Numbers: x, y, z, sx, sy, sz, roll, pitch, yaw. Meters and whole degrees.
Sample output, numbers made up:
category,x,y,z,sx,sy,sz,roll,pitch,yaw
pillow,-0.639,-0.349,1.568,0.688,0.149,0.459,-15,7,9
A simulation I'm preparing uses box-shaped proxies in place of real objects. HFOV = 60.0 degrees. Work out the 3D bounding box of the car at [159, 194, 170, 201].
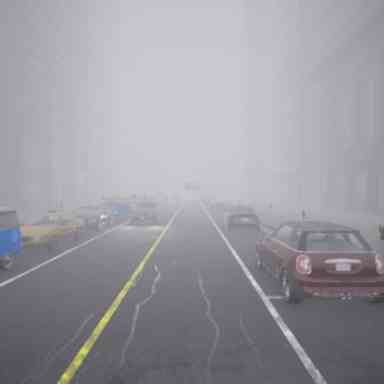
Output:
category,x,y,z,sx,sy,sz,roll,pitch,yaw
car,-5.749,1.106,69.835,1.752,1.417,4.829,0,0,0

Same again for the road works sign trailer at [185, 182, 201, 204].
category,x,y,z,sx,sy,sz,roll,pitch,yaw
road works sign trailer,0.013,0.127,54.982,2.380,3.560,2.880,0,0,0

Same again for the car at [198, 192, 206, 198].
category,x,y,z,sx,sy,sz,roll,pitch,yaw
car,2.782,0.904,92.550,1.967,1.590,4.097,0,0,0

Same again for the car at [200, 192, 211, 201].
category,x,y,z,sx,sy,sz,roll,pitch,yaw
car,2.775,0.894,70.005,2.192,1.841,5.009,0,0,0

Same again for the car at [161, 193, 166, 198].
category,x,y,z,sx,sy,sz,roll,pitch,yaw
car,-5.752,1.224,53.095,2.008,1.369,4.403,0,0,0

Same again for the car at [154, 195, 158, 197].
category,x,y,z,sx,sy,sz,roll,pitch,yaw
car,-5.755,1.306,41.823,1.947,1.339,4.313,0,0,0

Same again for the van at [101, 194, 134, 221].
category,x,y,z,sx,sy,sz,roll,pitch,yaw
van,-5.760,1.184,24.911,1.690,1.788,3.998,0,0,0

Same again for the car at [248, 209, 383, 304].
category,x,y,z,sx,sy,sz,roll,pitch,yaw
car,2.761,1.387,8.007,1.967,1.590,4.097,0,0,0

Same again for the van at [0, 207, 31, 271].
category,x,y,z,sx,sy,sz,roll,pitch,yaw
van,-5.764,1.289,8.002,1.690,1.788,3.998,0,0,0

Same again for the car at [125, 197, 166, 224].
category,x,y,z,sx,sy,sz,roll,pitch,yaw
car,-3.094,1.357,23.253,1.837,1.490,4.892,0,0,0

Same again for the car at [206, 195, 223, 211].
category,x,y,z,sx,sy,sz,roll,pitch,yaw
car,2.769,1.356,36.190,1.802,1.307,4.206,0,0,0

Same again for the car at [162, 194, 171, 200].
category,x,y,z,sx,sy,sz,roll,pitch,yaw
car,-5.747,1.132,75.642,1.802,1.307,4.206,0,0,0

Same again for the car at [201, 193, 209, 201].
category,x,y,z,sx,sy,sz,roll,pitch,yaw
car,2.773,1.255,53.099,1.802,1.307,4.206,0,0,0

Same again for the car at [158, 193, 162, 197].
category,x,y,z,sx,sy,sz,roll,pitch,yaw
car,-5.754,1.272,47.459,1.947,1.339,4.313,0,0,0

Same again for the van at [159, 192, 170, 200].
category,x,y,z,sx,sy,sz,roll,pitch,yaw
van,-5.751,0.951,64.367,1.690,1.788,3.998,0,0,0

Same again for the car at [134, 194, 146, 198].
category,x,y,z,sx,sy,sz,roll,pitch,yaw
car,-5.759,1.249,30.548,1.967,1.590,4.097,0,0,0

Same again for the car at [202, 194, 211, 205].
category,x,y,z,sx,sy,sz,roll,pitch,yaw
car,2.771,1.288,47.462,1.802,1.307,4.206,0,0,0

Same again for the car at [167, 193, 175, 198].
category,x,y,z,sx,sy,sz,roll,pitch,yaw
car,-5.743,1.015,92.551,2.008,1.369,4.403,0,0,0

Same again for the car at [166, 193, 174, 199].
category,x,y,z,sx,sy,sz,roll,pitch,yaw
car,-5.744,1.058,86.914,1.947,1.339,4.313,0,0,0

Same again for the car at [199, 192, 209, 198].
category,x,y,z,sx,sy,sz,roll,pitch,yaw
car,2.773,1.081,58.734,1.967,1.590,4.097,0,0,0

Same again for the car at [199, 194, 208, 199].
category,x,y,z,sx,sy,sz,roll,pitch,yaw
car,2.779,1.086,81.279,1.947,1.339,4.313,0,0,0

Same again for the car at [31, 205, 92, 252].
category,x,y,z,sx,sy,sz,roll,pitch,yaw
car,-5.762,1.439,13.470,1.752,1.417,4.829,0,0,0

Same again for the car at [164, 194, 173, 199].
category,x,y,z,sx,sy,sz,roll,pitch,yaw
car,-5.746,1.086,81.278,1.947,1.339,4.313,0,0,0

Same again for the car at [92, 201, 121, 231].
category,x,y,z,sx,sy,sz,roll,pitch,yaw
car,-5.761,1.428,19.276,2.008,1.369,4.403,0,0,0

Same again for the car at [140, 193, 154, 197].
category,x,y,z,sx,sy,sz,roll,pitch,yaw
car,-5.758,1.089,36.184,2.192,1.841,5.009,0,0,0

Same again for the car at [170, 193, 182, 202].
category,x,y,z,sx,sy,sz,roll,pitch,yaw
car,-3.002,0.960,64.579,2.097,1.767,4.553,0,0,0

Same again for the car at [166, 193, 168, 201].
category,x,y,z,sx,sy,sz,roll,pitch,yaw
car,-5.751,1.223,58.732,1.802,1.307,4.206,0,0,0

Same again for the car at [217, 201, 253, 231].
category,x,y,z,sx,sy,sz,roll,pitch,yaw
car,2.764,1.442,19.281,1.947,1.339,4.313,0,0,0

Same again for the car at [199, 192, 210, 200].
category,x,y,z,sx,sy,sz,roll,pitch,yaw
car,2.777,0.864,75.641,2.192,1.841,5.009,0,0,0
